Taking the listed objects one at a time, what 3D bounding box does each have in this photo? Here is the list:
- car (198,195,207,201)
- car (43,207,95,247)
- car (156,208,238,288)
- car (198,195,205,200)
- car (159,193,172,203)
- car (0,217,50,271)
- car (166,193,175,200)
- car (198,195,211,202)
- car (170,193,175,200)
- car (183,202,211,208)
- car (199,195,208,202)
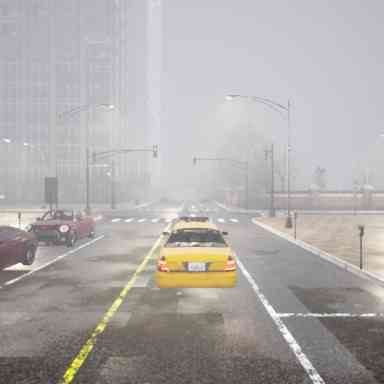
[{"bbox_3d":[2.617,1.448,80.349,2.008,1.369,4.403,0,0,0],"label":"car"},{"bbox_3d":[-5.704,1.433,14.642,1.967,1.590,4.097,0,0,0],"label":"car"},{"bbox_3d":[0.090,1.454,9.150,1.801,1.575,5.366,0,0,0],"label":"car"},{"bbox_3d":[2.607,1.411,91.470,1.887,1.381,4.507,0,0,0],"label":"car"},{"bbox_3d":[-5.899,1.485,69.165,1.947,1.339,4.313,0,0,0],"label":"car"},{"bbox_3d":[-5.699,1.579,8.949,1.802,1.307,4.206,0,0,0],"label":"car"},{"bbox_3d":[-5.917,1.181,91.407,2.192,1.841,5.009,0,0,0],"label":"car"},{"bbox_3d":[2.693,1.492,63.674,1.947,1.339,4.313,0,0,0],"label":"car"},{"bbox_3d":[-5.913,1.324,85.848,1.967,1.590,4.097,0,0,0],"label":"car"},{"bbox_3d":[0.098,1.535,19.413,2.033,1.411,5.357,0,0,0],"label":"car"},{"bbox_3d":[2.622,1.454,74.788,1.887,1.381,4.507,0,0,0],"label":"car"}]
